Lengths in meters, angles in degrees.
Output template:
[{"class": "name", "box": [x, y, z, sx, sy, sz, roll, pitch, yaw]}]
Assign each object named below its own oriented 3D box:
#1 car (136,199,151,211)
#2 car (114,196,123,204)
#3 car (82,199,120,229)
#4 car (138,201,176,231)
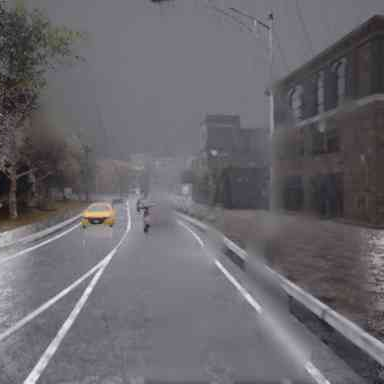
[{"class": "car", "box": [-5.660, 1.494, 39.597, 2.033, 1.411, 5.357, -1, 0, -11]}, {"class": "car", "box": [-13.791, 1.513, 62.200, 2.033, 1.411, 5.357, -1, 1, -11]}, {"class": "car", "box": [-6.168, 1.502, 22.477, 1.882, 1.535, 5.008, -1, 0, -10]}, {"class": "car", "box": [-2.097, 1.513, 20.476, 2.033, 1.411, 5.357, -1, 0, -9]}]
